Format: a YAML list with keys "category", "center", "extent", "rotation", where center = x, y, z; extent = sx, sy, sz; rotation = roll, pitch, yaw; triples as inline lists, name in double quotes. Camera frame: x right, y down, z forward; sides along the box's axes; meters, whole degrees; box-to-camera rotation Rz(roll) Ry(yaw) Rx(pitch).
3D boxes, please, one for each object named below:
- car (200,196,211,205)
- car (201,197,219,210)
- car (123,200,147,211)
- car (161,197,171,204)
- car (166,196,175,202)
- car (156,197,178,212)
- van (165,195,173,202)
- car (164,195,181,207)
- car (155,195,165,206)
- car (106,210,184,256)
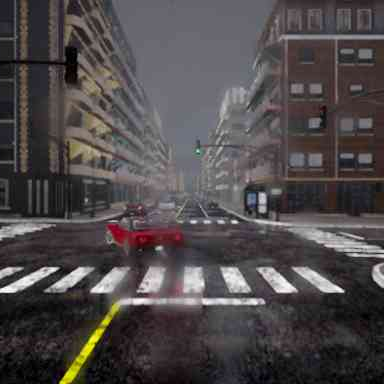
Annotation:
- category: "car"
  center: [2.659, 1.682, 67.305]
  extent: [1.967, 1.590, 4.097]
  rotation: [0, 0, 0]
- category: "car"
  center: [2.669, 1.711, 44.750]
  extent: [2.008, 1.369, 4.403]
  rotation: [0, 0, 0]
- category: "car"
  center: [-5.707, 1.559, 33.475]
  extent: [1.967, 1.590, 4.097]
  rotation: [0, 0, 0]
- category: "car"
  center: [-5.723, 1.787, 72.776]
  extent: [1.752, 1.417, 4.829]
  rotation: [0, 0, 0]
- category: "car"
  center: [-5.730, 1.872, 89.862]
  extent: [2.008, 1.369, 4.403]
  rotation: [0, 0, 0]
- category: "car"
  center: [-3.111, 1.675, 41.856]
  extent: [1.812, 1.442, 4.674]
  rotation: [0, 0, 0]
- category: "van"
  center: [-5.728, 1.643, 84.224]
  extent: [1.690, 1.788, 3.998]
  rotation: [0, 0, 0]
- category: "car"
  center: [-3.085, 1.557, 57.318]
  extent: [2.097, 1.767, 4.553]
  rotation: [0, 0, 0]
- category: "car"
  center: [-5.720, 1.536, 61.669]
  extent: [2.192, 1.841, 5.009]
  rotation: [0, 0, 0]
- category: "car"
  center: [-2.112, 1.649, 13.440]
  extent: [1.895, 1.301, 4.718]
  rotation: [0, 0, -26]
